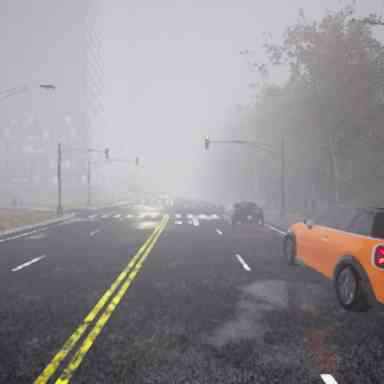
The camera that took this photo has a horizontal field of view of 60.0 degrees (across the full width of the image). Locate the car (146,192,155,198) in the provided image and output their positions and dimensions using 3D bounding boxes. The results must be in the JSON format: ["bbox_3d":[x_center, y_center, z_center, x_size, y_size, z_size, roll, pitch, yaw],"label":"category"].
[{"bbox_3d":[-10.221,0.813,82.340,1.994,1.385,4.181,0,0,-5],"label":"car"}]

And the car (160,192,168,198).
[{"bbox_3d":[-6.984,0.781,82.625,1.812,1.442,4.674,0,0,-5],"label":"car"}]

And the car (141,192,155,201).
[{"bbox_3d":[-8.979,0.783,66.940,2.097,1.767,4.553,0,0,-4],"label":"car"}]

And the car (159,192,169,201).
[{"bbox_3d":[-5.735,0.951,67.173,1.812,1.442,4.674,0,1,-4],"label":"car"}]

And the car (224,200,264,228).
[{"bbox_3d":[3.107,1.259,20.522,1.882,1.535,5.008,-3,-1,0],"label":"car"}]

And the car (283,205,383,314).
[{"bbox_3d":[3.450,1.059,6.745,2.097,1.767,4.553,7,0,0],"label":"car"}]
